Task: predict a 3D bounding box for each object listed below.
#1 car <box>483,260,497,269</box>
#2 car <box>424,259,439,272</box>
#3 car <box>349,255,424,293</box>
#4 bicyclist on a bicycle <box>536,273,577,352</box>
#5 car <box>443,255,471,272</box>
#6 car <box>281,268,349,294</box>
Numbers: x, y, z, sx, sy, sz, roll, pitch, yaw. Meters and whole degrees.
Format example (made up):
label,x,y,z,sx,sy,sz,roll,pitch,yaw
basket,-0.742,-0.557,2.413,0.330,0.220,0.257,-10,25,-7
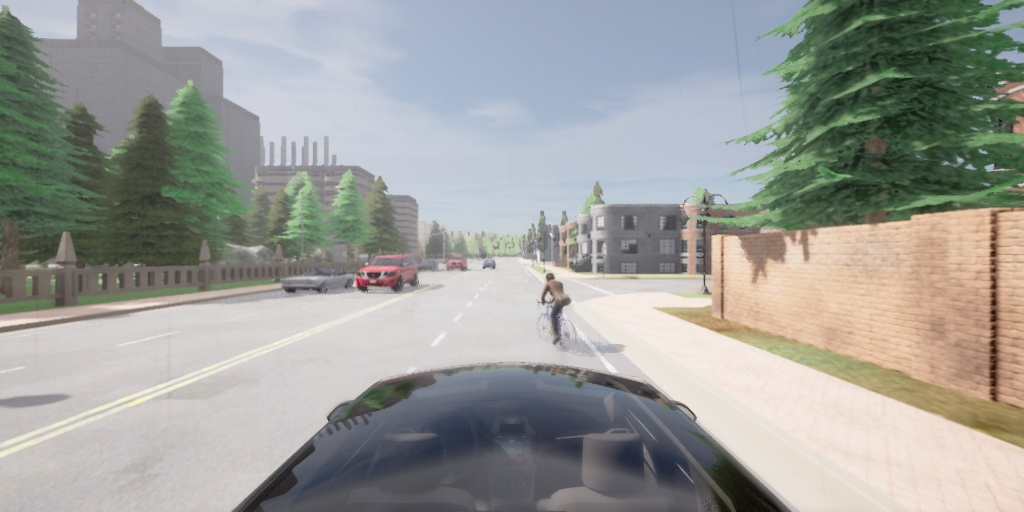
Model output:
label,x,y,z,sx,sy,sz,roll,pitch,yaw
car,-3.372,1.233,54.296,2.033,1.411,5.357,0,0,0
car,-10.569,1.202,45.411,1.837,1.490,4.892,0,0,0
car,-7.089,0.948,21.051,2.150,2.045,5.566,0,0,0
bicyclist on a bicycle,0.938,1.196,7.885,0.582,1.620,1.656,0,-2,-24
car,-7.070,0.917,46.457,2.150,2.045,5.566,0,0,1
car,-10.591,1.328,20.013,1.895,1.301,4.718,0,0,0
